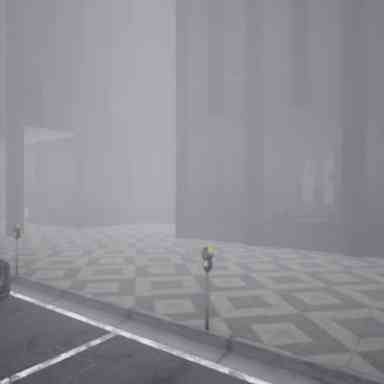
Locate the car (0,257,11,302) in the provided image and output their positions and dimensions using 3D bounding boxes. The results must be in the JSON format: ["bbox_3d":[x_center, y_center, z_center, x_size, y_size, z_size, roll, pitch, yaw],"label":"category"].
[{"bbox_3d":[-5.393,1.539,6.813,4.313,1.339,1.947,0,0,36],"label":"car"}]
